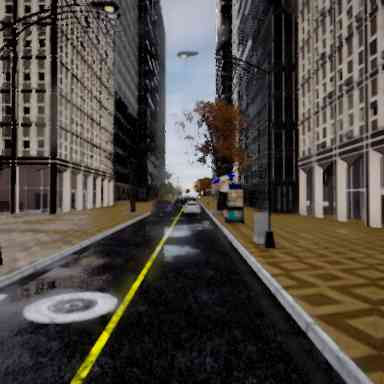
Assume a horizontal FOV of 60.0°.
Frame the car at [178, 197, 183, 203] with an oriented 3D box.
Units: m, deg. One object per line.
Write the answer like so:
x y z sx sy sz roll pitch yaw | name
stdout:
-2.746 1.837 73.896 1.837 1.490 4.892 0 0 0 | car

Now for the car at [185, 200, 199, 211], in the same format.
0.018 1.852 46.587 1.895 1.301 4.718 0 0 0 | car

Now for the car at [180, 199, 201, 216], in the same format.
0.035 1.715 35.099 1.812 1.442 4.674 0 0 1 | car

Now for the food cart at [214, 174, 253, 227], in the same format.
2.991 0.600 24.875 2.280 3.560 4.660 -1 -1 0 | food cart

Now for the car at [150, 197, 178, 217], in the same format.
-2.842 1.530 32.919 2.097 1.767 4.553 0 0 0 | car
